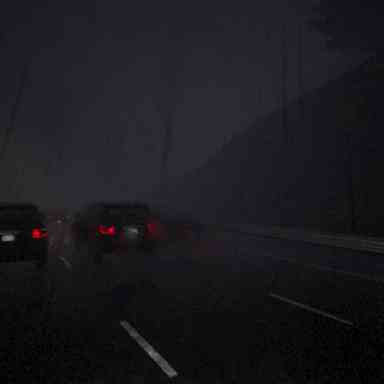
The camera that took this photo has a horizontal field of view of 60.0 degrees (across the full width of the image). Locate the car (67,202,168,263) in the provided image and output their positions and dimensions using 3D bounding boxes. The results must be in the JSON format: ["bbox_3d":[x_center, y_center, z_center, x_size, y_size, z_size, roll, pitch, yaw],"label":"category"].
[{"bbox_3d":[-3.181,1.379,13.006,2.150,2.045,5.566,1,-1,-29],"label":"car"}]

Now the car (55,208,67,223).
[{"bbox_3d":[-10.905,1.901,26.466,1.895,1.301,4.718,1,-1,-30],"label":"car"}]

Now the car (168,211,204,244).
[{"bbox_3d":[-1.248,1.688,16.721,1.882,1.535,5.008,1,-1,-29],"label":"car"}]

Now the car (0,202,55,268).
[{"bbox_3d":[-6.237,1.347,11.299,2.150,2.045,5.566,1,-1,-29],"label":"car"}]

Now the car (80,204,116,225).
[{"bbox_3d":[-8.175,1.845,28.734,1.837,1.490,4.892,1,0,-30],"label":"car"}]

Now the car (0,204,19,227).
[{"bbox_3d":[-14.845,1.762,26.294,1.882,1.535,5.008,1,0,-30],"label":"car"}]
